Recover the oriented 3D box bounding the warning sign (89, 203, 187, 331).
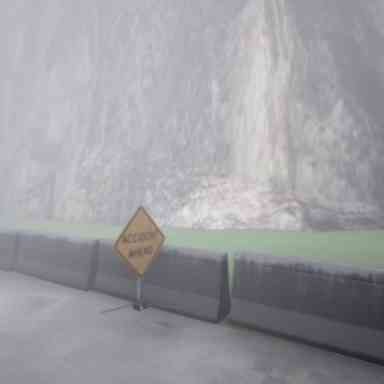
[{"bbox_3d":[-0.910,1.152,5.801,1.060,1.860,1.300,-1,0,35],"label":"warning sign"}]
